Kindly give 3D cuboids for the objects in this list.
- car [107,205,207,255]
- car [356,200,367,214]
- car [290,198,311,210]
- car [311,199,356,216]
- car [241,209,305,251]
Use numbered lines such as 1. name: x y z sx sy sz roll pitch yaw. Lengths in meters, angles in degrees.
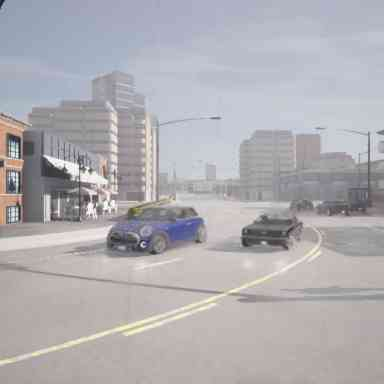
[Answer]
1. car: -1.262 1.352 13.492 2.097 1.767 4.553 0 0 32
2. car: 17.070 1.526 35.954 1.812 1.442 4.674 0 0 1
3. car: 13.621 1.526 41.369 1.812 1.442 4.674 0 0 0
4. car: 13.515 1.504 32.058 1.837 1.490 4.892 0 0 1
5. car: 3.634 1.601 14.419 1.895 1.301 4.718 0 0 26
